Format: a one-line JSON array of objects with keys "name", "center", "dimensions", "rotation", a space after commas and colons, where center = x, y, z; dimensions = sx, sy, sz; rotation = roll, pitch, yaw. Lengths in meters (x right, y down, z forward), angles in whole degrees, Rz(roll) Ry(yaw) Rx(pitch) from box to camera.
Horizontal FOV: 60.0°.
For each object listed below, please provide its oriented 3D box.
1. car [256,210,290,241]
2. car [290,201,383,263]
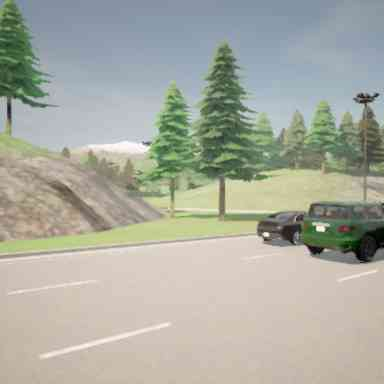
[{"name": "car", "center": [5.289, 1.657, 16.224], "dimensions": [4.892, 1.490, 1.837], "rotation": [0, 0, -35]}, {"name": "car", "center": [6.554, 1.364, 12.838], "dimensions": [5.566, 2.045, 2.150], "rotation": [0, 0, -35]}]
